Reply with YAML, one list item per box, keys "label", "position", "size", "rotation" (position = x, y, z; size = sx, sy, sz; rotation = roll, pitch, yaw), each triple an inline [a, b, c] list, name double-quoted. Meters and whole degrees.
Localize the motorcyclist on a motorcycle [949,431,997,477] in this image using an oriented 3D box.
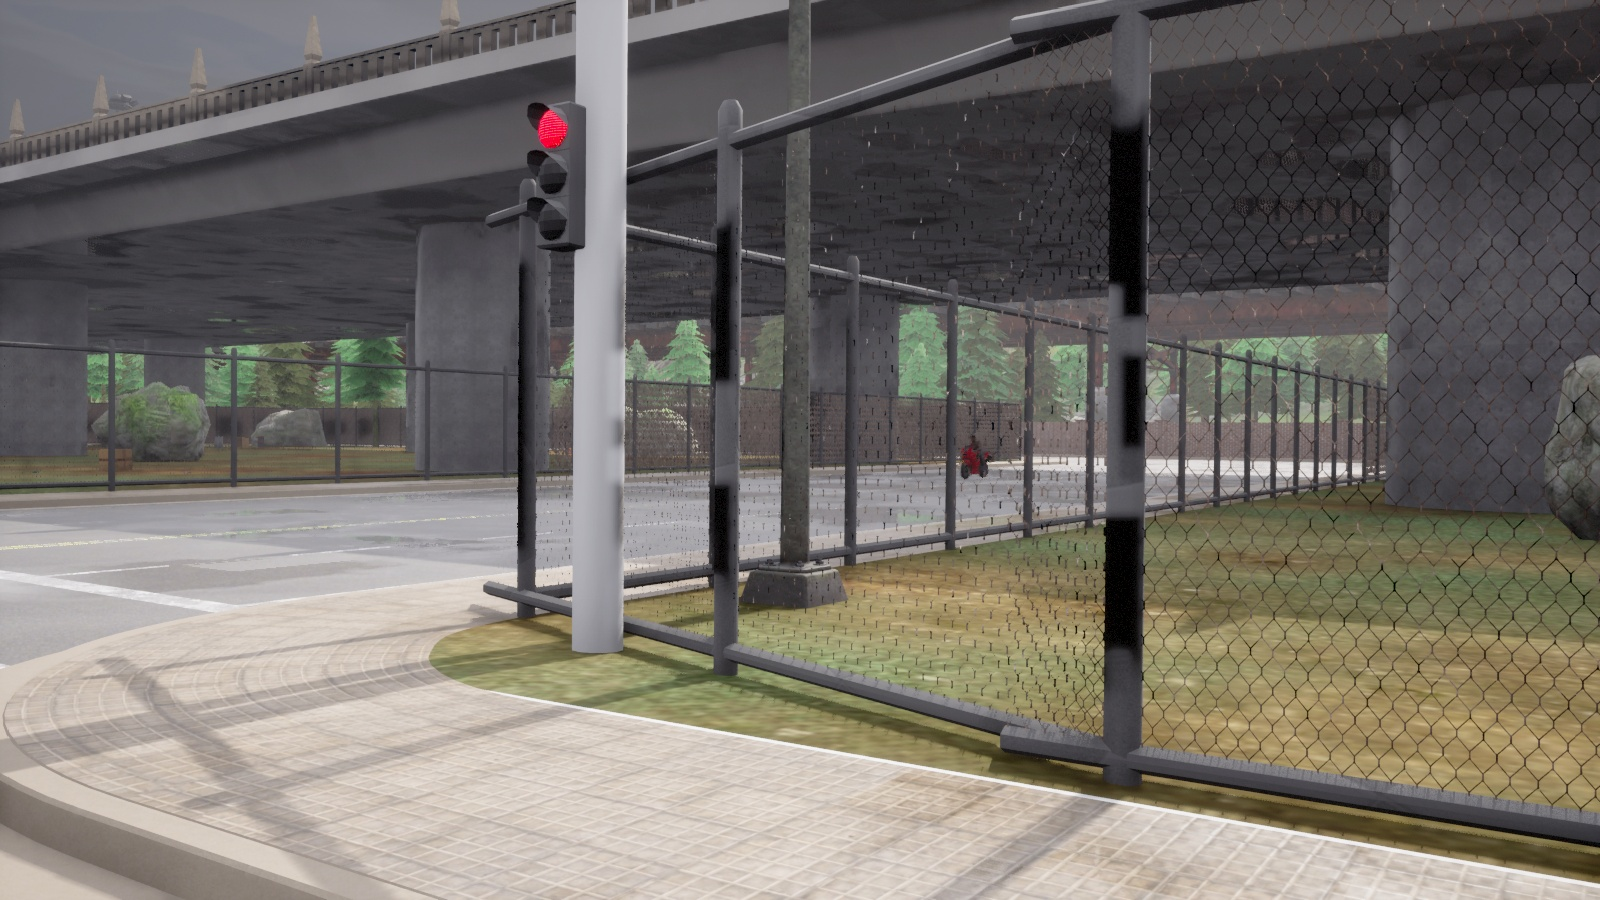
- label: "motorcyclist on a motorcycle"
  position: [5.916, 0.130, 42.885]
  size: [0.797, 1.523, 2.044]
  rotation: [0, 1, 33]
